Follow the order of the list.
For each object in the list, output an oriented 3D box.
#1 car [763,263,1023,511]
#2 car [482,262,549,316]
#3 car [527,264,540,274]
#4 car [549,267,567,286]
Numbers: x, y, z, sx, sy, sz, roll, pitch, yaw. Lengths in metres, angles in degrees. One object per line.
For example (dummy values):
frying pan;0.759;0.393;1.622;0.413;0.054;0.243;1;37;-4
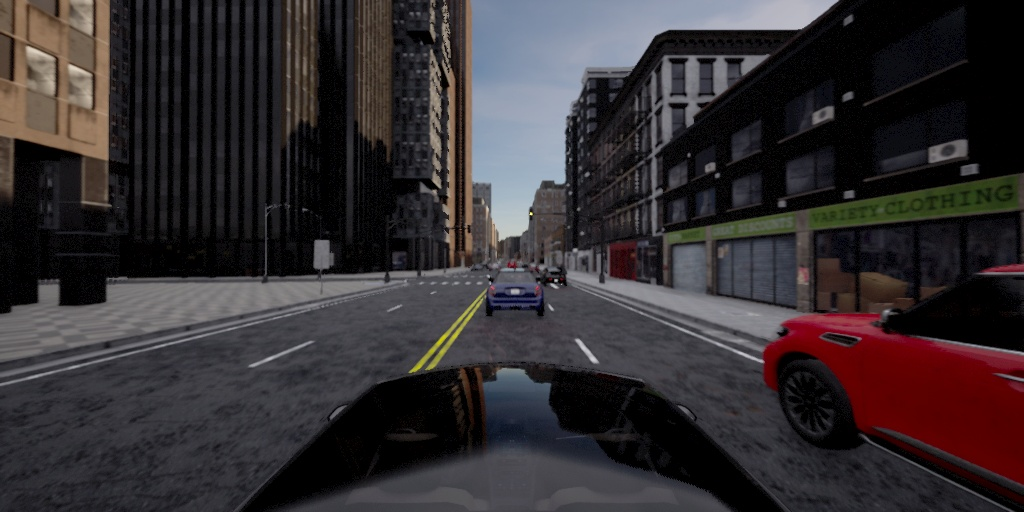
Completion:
car;4.225;0.980;2.121;2.150;2.045;5.566;0;-1;0
car;0.108;1.268;14.433;2.097;1.767;4.553;0;-1;0
car;3.377;2.023;57.308;1.812;1.442;4.674;0;-1;0
car;3.332;1.618;29.315;1.837;1.490;4.892;0;-1;0
